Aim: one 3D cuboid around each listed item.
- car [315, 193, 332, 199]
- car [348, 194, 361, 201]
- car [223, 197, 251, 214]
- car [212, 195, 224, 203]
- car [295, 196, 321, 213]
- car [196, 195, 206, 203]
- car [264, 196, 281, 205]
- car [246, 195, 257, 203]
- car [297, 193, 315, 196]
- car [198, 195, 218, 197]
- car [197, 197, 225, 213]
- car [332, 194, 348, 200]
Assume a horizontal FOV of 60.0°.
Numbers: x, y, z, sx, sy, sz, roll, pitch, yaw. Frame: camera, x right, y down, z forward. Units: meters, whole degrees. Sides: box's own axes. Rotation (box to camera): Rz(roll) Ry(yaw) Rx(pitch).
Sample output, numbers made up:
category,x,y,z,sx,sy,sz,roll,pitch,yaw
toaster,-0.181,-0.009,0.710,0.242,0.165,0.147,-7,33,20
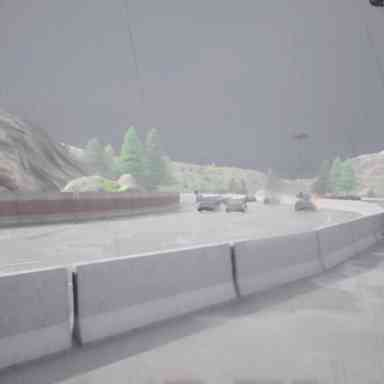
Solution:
category,x,y,z,sx,sy,sz,roll,pitch,yaw
car,26.685,1.028,69.483,2.097,1.767,4.553,0,0,-3
car,33.675,1.173,69.883,1.994,1.385,4.181,0,0,-3
car,4.841,1.532,35.280,1.812,1.442,4.674,0,0,16
car,5.550,1.532,71.530,2.128,1.511,4.902,0,0,-3
car,12.480,1.497,36.697,2.033,1.411,5.357,0,0,13
car,1.990,1.540,72.577,1.837,1.490,4.892,0,0,-3
car,13.340,1.443,55.614,2.128,1.511,4.902,0,0,-3
car,12.581,1.439,71.135,1.882,1.535,5.008,0,0,-3
car,23.190,1.054,69.297,2.097,1.767,4.553,0,0,-3
car,2.736,1.523,57.265,2.128,1.511,4.902,0,0,-3
car,2.054,1.576,37.748,2.033,1.411,5.357,0,0,15
car,30.180,1.171,69.698,1.812,1.442,4.674,0,0,-3
